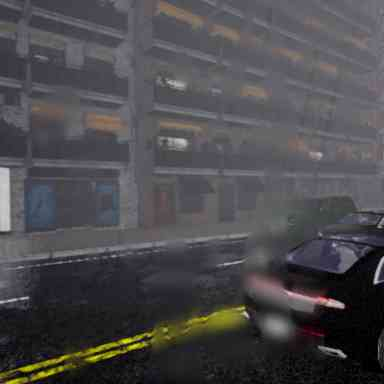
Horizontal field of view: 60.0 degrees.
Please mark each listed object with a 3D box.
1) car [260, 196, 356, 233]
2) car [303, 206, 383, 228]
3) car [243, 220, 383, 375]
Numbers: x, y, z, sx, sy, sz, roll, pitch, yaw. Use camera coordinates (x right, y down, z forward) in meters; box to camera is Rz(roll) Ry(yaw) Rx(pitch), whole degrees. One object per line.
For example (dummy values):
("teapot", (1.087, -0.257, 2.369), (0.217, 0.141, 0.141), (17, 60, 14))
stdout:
("car", (5.718, 1.204, 15.748), (5.566, 2.045, 2.150), (0, 0, -36))
("car", (6.643, 1.476, 12.416), (4.902, 1.511, 2.128), (0, 0, -36))
("car", (3.043, 1.484, 5.614), (4.902, 1.511, 2.128), (0, 0, -35))
